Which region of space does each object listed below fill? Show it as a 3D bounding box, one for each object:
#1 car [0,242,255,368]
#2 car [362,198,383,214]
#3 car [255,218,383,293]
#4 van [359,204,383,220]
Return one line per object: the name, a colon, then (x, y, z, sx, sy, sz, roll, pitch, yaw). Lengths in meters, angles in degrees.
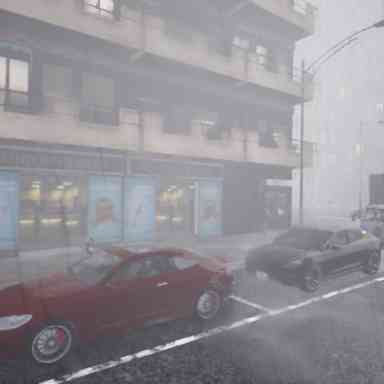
car: (-1.114, 1.581, 5.707, 4.206, 1.307, 1.802, 0, 1, -35)
car: (20.052, 1.465, 34.117, 1.967, 1.590, 4.097, 1, -1, -35)
car: (3.397, 1.559, 8.922, 4.313, 1.339, 1.947, 0, 1, -35)
van: (7.813, 1.329, 12.273, 3.998, 1.788, 1.690, 0, 1, -35)
